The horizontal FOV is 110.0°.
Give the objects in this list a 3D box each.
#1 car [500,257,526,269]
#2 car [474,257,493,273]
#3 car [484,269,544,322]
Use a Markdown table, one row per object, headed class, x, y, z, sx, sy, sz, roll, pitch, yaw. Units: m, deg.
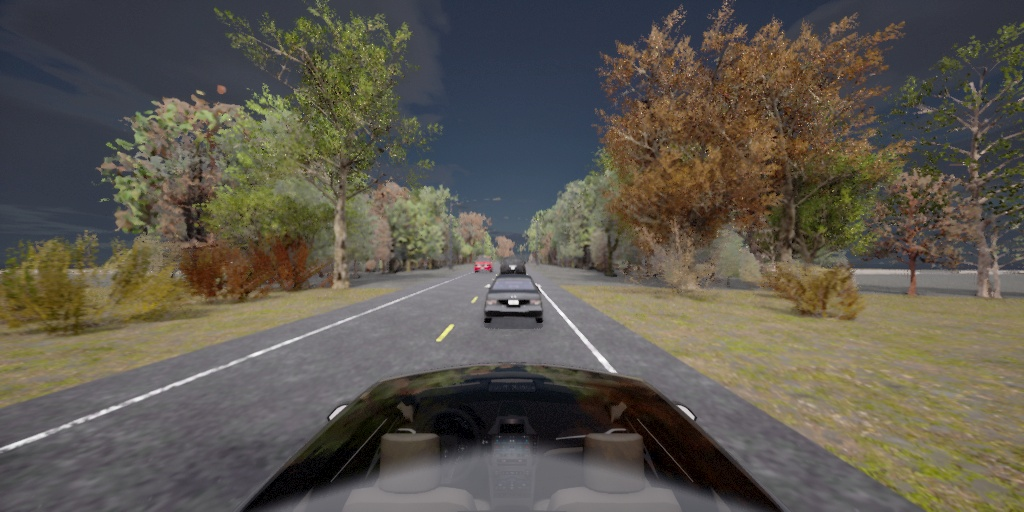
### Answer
| class | x | y | z | sx | sy | sz | roll | pitch | yaw |
| --- | --- | --- | --- | --- | --- | --- | --- | --- | --- |
| car | 0.088 | 1.070 | 31.655 | 2.150 | 2.045 | 5.566 | 0 | 0 | 0 |
| car | -3.589 | 1.119 | 46.143 | 2.150 | 2.045 | 5.566 | 0 | 0 | 0 |
| car | 0.060 | 1.333 | 12.421 | 2.033 | 1.411 | 5.357 | 0 | 0 | 0 |
